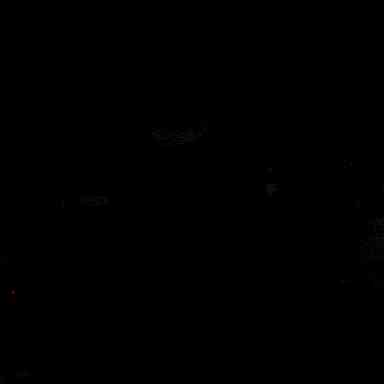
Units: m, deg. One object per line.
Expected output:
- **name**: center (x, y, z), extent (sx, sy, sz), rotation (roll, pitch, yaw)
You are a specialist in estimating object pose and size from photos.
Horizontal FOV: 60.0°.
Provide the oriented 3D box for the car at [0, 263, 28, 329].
- **car**: center (-5.053, 1.549, 4.073), extent (5.357, 1.411, 2.033), rotation (0, 0, -36)
